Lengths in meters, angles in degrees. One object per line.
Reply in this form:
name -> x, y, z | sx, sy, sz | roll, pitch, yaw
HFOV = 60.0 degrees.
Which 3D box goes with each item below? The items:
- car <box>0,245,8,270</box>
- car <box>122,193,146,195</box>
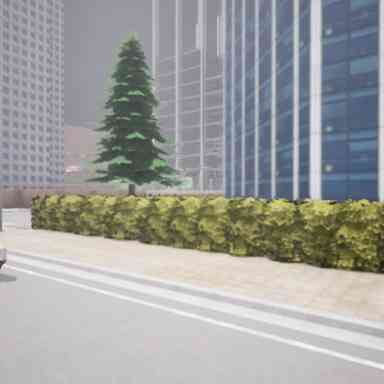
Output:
car -> -7.013, 1.571, 8.964 | 4.718, 1.301, 1.895 | 0, 0, 36
car -> -8.095, 1.189, 42.937 | 2.150, 2.045, 5.566 | 0, 0, 36
